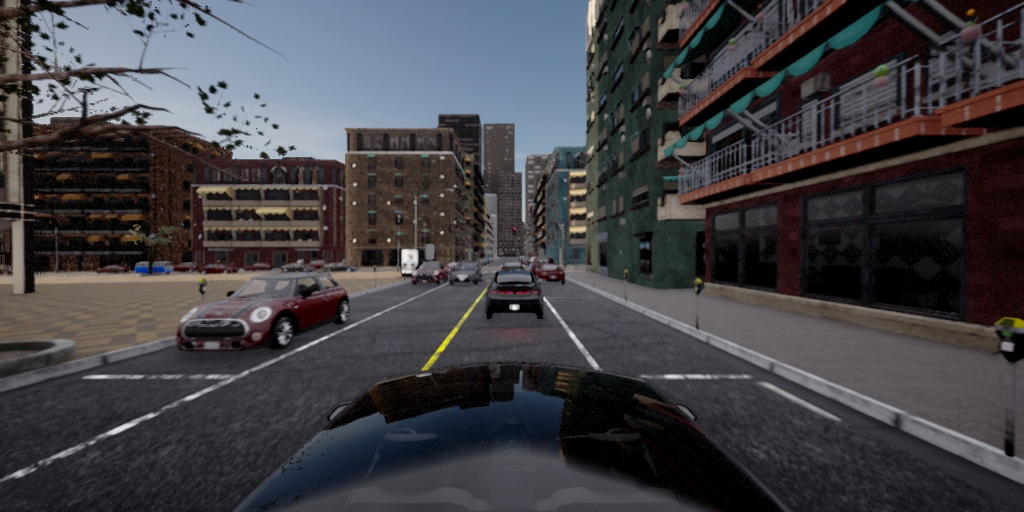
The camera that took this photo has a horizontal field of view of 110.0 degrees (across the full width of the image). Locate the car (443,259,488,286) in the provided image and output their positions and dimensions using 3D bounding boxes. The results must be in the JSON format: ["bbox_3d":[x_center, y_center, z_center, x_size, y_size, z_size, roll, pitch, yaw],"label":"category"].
[{"bbox_3d":[-3.115,1.171,24.839,2.128,1.511,4.902,0,0,0],"label":"car"}]

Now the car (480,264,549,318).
[{"bbox_3d":[0.079,1.220,12.856,1.837,1.490,4.892,0,0,0],"label":"car"}]

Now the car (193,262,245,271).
[{"bbox_3d":[-38.436,1.734,47.104,4.507,1.381,1.888,0,0,0],"label":"car"}]

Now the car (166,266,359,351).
[{"bbox_3d":[-5.698,1.167,8.797,1.967,1.591,4.097,0,0,0],"label":"car"}]

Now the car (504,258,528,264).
[{"bbox_3d":[0.066,1.144,29.412,1.882,1.535,5.008,0,0,0],"label":"car"}]

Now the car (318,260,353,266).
[{"bbox_3d":[-22.437,1.506,47.189,4.403,1.370,2.007,0,0,0],"label":"car"}]

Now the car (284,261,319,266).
[{"bbox_3d":[-28.006,1.587,47.143,4.403,1.370,2.007,0,0,0],"label":"car"}]

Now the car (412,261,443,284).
[{"bbox_3d":[-5.715,1.117,25.379,1.967,1.591,4.097,0,0,0],"label":"car"}]

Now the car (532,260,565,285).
[{"bbox_3d":[2.667,1.223,25.387,1.888,1.381,4.507,0,0,0],"label":"car"}]

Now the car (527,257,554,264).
[{"bbox_3d":[2.661,0.977,30.915,2.192,1.841,5.009,0,0,0],"label":"car"}]
